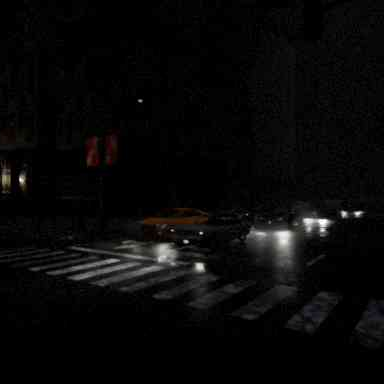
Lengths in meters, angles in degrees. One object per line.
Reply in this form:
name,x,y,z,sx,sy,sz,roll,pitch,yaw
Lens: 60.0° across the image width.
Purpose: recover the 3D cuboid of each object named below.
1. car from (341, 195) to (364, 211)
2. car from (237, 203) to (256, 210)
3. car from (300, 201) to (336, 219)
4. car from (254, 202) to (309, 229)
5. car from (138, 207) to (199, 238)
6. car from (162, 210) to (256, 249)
car,21.482,1.377,44.335,2.150,2.045,5.566,-1,-1,35
car,4.880,1.650,26.548,2.128,1.511,4.902,-1,-1,35
car,11.946,1.696,30.911,1.994,1.385,4.181,-1,0,36
car,6.207,1.642,22.765,1.812,1.442,4.674,-1,-1,35
car,-0.841,1.623,18.420,1.882,1.535,5.008,-1,-1,34
car,0.976,1.706,15.326,1.895,1.301,4.718,-1,-1,34
